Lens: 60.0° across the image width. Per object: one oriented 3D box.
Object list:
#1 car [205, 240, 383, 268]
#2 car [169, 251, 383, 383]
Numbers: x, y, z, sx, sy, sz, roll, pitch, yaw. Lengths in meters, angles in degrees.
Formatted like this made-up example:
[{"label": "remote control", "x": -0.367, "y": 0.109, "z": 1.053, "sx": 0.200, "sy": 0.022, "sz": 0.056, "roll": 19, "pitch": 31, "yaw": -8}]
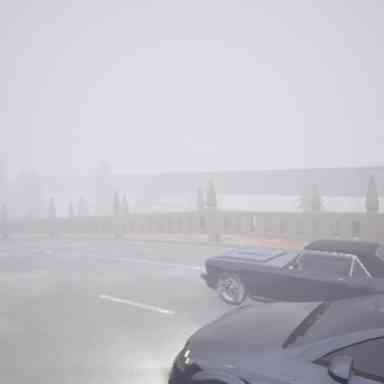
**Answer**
[{"label": "car", "x": 2.532, "y": 1.610, "z": 6.485, "sx": 4.718, "sy": 1.301, "sz": 1.895, "roll": -1, "pitch": 0, "yaw": 35}, {"label": "car", "x": 1.828, "y": 1.564, "z": 2.687, "sx": 4.181, "sy": 1.385, "sz": 1.994, "roll": 0, "pitch": 0, "yaw": 35}]
